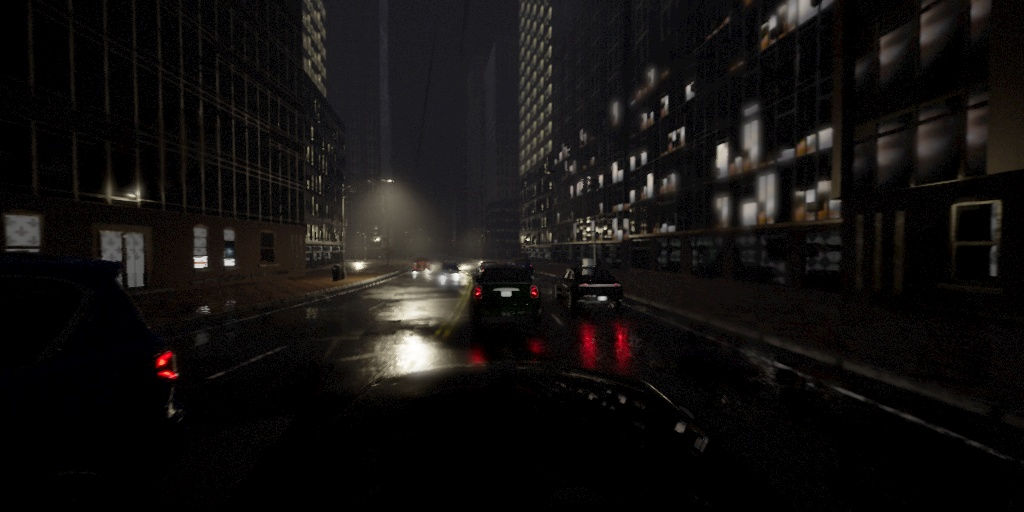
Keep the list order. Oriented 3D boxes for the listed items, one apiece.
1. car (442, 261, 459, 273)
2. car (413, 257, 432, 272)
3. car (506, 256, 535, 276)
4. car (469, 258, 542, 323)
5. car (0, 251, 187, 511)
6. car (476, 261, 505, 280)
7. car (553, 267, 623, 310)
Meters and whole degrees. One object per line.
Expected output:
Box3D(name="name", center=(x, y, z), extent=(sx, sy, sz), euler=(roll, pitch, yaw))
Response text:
Box3D(name="car", center=(-7.029, 1.199, 40.853), extent=(1.895, 1.301, 4.718), euler=(0, 0, -10))
Box3D(name="car", center=(-10.985, 0.951, 44.157), extent=(2.097, 1.767, 4.553), euler=(0, 0, -11))
Box3D(name="car", center=(0.706, 0.947, 34.951), extent=(2.097, 1.767, 4.553), euler=(0, 0, -8))
Box3D(name="car", center=(-0.262, 1.062, 12.099), extent=(2.097, 1.767, 4.553), euler=(0, 0, -3))
Box3D(name="car", center=(-3.391, 0.983, 0.194), extent=(2.150, 2.045, 5.566), euler=(0, 0, 0))
Box3D(name="car", center=(-1.942, 1.176, 30.824), extent=(2.033, 1.411, 5.357), euler=(0, 0, -8))
Box3D(name="car", center=(2.875, 1.183, 14.347), extent=(2.128, 1.511, 4.902), euler=(0, 0, -3))
